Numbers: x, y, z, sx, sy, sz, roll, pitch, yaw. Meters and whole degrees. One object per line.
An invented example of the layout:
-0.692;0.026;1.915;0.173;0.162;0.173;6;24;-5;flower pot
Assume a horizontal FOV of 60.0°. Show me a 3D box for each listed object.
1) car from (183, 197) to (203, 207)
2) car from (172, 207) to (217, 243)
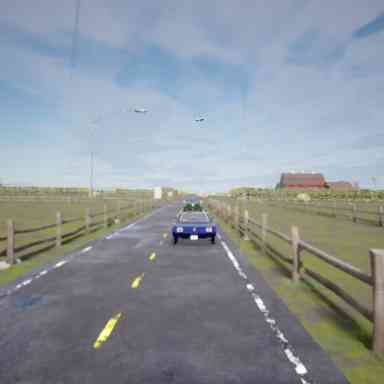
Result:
0.099;1.369;36.418;2.097;1.767;4.553;0;0;0;car
0.097;1.607;16.089;1.895;1.301;4.718;0;0;0;car
